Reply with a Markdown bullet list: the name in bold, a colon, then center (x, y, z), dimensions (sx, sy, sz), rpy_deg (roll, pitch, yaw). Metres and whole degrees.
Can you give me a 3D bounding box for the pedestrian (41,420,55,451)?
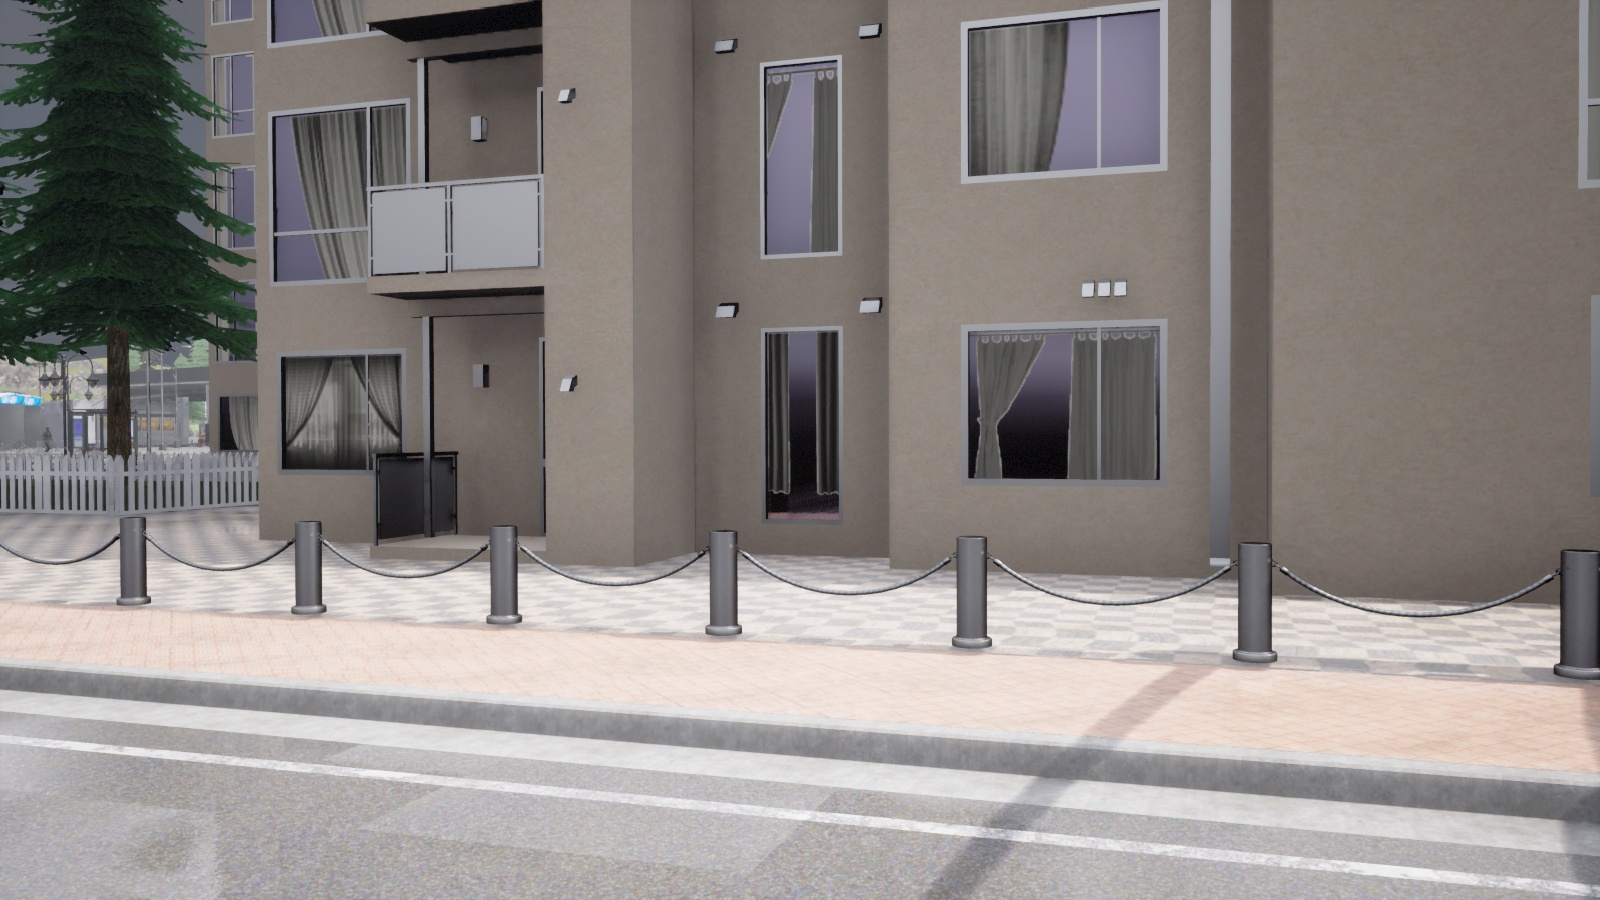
- **pedestrian**: center (-44.859, -0.885, 74.896), dimensions (0.614, 1.847, 0.353), rpy_deg (0, 1, 15)
